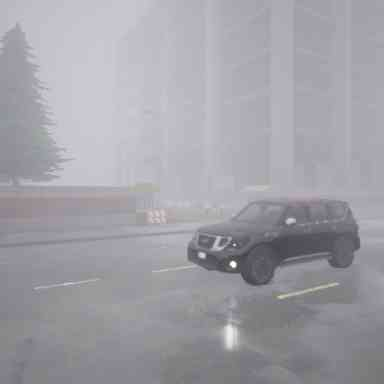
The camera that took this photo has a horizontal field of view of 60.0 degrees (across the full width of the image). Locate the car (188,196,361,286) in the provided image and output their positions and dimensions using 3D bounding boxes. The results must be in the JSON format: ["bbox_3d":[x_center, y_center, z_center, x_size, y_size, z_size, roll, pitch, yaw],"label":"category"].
[{"bbox_3d":[2.586,1.222,9.726,5.566,2.045,2.150,0,0,-32],"label":"car"}]

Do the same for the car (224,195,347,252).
[{"bbox_3d":[4.316,1.219,14.956,5.566,2.045,2.150,0,0,-33],"label":"car"}]
